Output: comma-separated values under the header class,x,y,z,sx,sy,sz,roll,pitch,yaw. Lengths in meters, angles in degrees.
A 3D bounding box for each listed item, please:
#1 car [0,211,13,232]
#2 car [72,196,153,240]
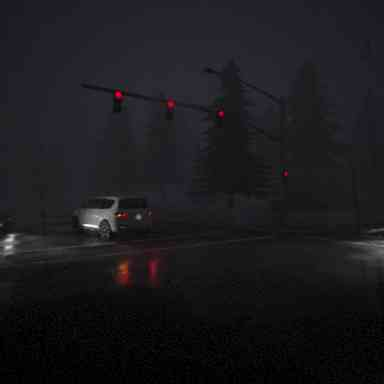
class,x,y,z,sx,sy,sz,roll,pitch,yaw
car,-12.287,1.520,19.246,4.902,1.511,2.128,0,0,35
car,-4.248,1.222,17.267,2.150,2.045,5.566,1,-1,-42
